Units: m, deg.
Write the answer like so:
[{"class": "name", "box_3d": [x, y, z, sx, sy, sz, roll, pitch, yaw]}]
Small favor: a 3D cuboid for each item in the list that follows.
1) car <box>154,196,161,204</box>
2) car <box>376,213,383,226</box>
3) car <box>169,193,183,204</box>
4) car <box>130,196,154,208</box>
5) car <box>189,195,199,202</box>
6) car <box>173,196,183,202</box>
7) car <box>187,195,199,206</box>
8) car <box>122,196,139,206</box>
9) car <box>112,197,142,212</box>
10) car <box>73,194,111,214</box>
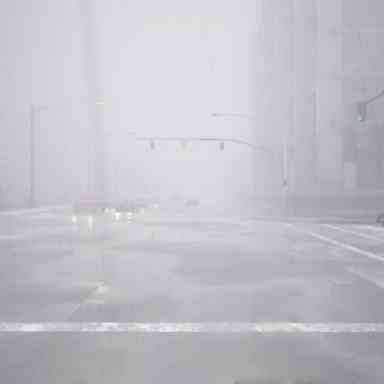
[{"class": "car", "box_3d": [-6.852, 1.461, 61.729, 2.128, 1.511, 4.902, 0, 0, 1]}, {"class": "car", "box_3d": [13.926, 1.553, 20.868, 4.181, 1.385, 1.994, 0, 0, 0]}, {"class": "car", "box_3d": [-3.256, 1.189, 65.023, 2.150, 2.045, 5.566, 0, 0, 1]}, {"class": "car", "box_3d": [-7.112, 1.524, 46.646, 2.033, 1.411, 5.357, 0, 0, 2]}, {"class": "car", "box_3d": [0.400, 1.486, 75.320, 2.128, 1.511, 4.902, 0, 0, 1]}, {"class": "car", "box_3d": [-3.097, 1.473, 75.666, 1.895, 1.301, 4.718, 0, 0, 1]}, {"class": "car", "box_3d": [0.144, 1.500, 52.423, 1.812, 1.442, 4.674, 0, 0, 1]}, {"class": "car", "box_3d": [-10.461, 1.497, 56.670, 1.812, 1.442, 4.674, 0, 0, 2]}, {"class": "car", "box_3d": [-7.250, 1.545, 37.400, 1.994, 1.385, 4.181, 0, 0, 1]}, {"class": "car", "box_3d": [-10.777, 1.204, 35.455, 2.150, 2.045, 5.566, 0, 0, 1]}]
